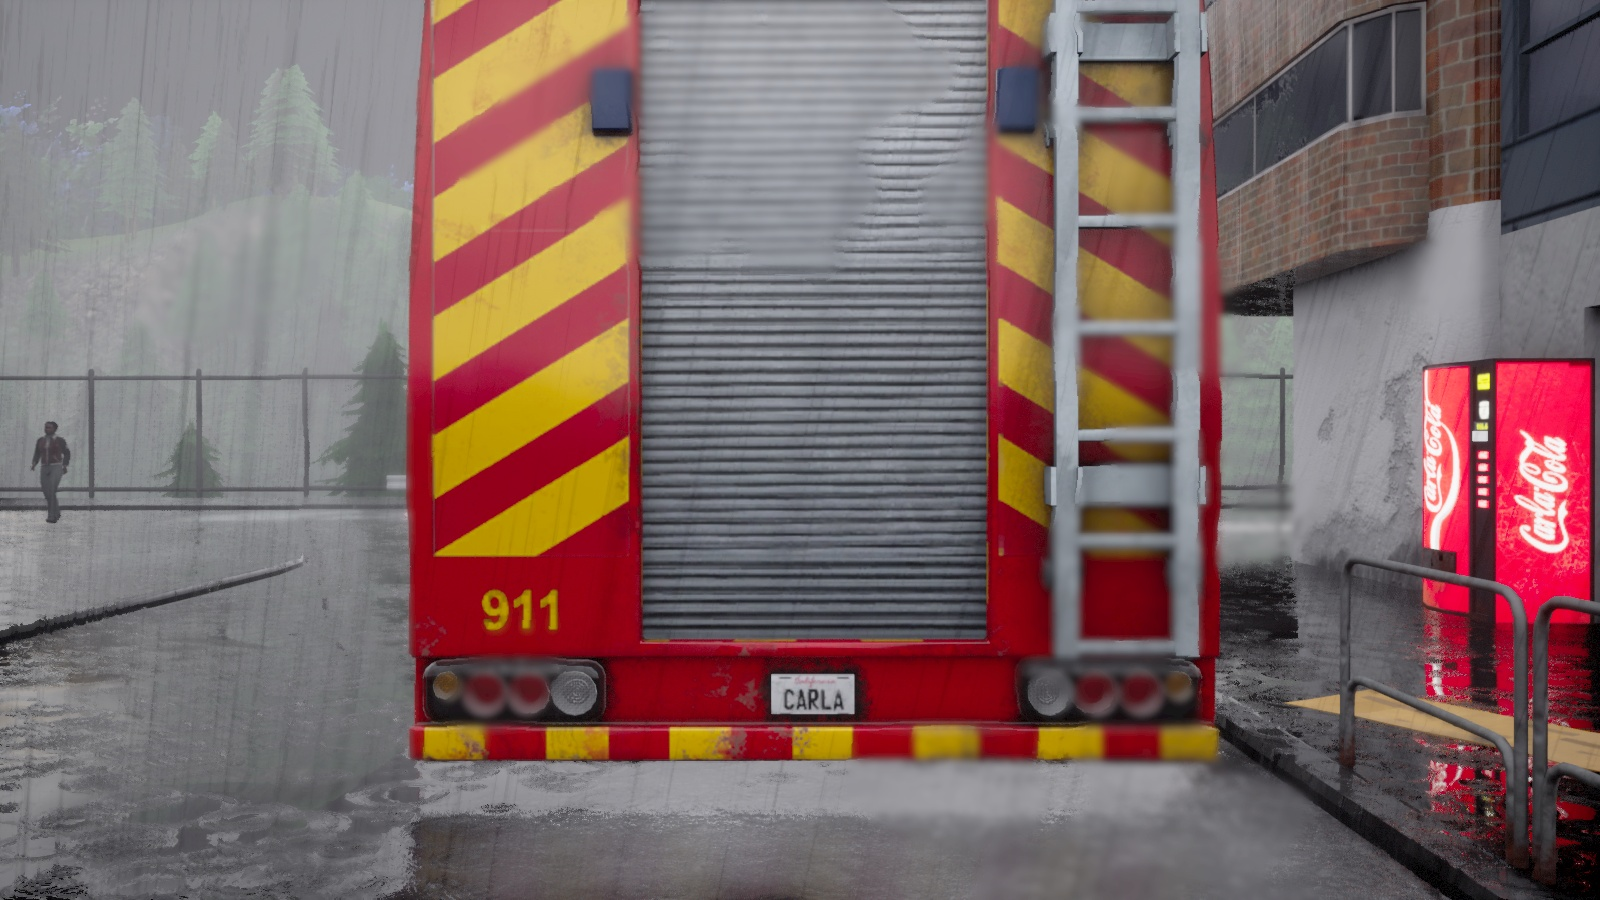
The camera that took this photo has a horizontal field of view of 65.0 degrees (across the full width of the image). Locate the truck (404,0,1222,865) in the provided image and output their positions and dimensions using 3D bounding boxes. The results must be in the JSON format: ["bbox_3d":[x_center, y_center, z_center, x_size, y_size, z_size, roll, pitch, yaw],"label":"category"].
[{"bbox_3d":[0.066,-0.467,8.680,2.891,3.827,8.468,0,0,0],"label":"truck"}]

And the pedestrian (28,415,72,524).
[{"bbox_3d":[-13.481,0.350,22.578,0.402,1.930,0.666,0,0,0],"label":"pedestrian"}]
